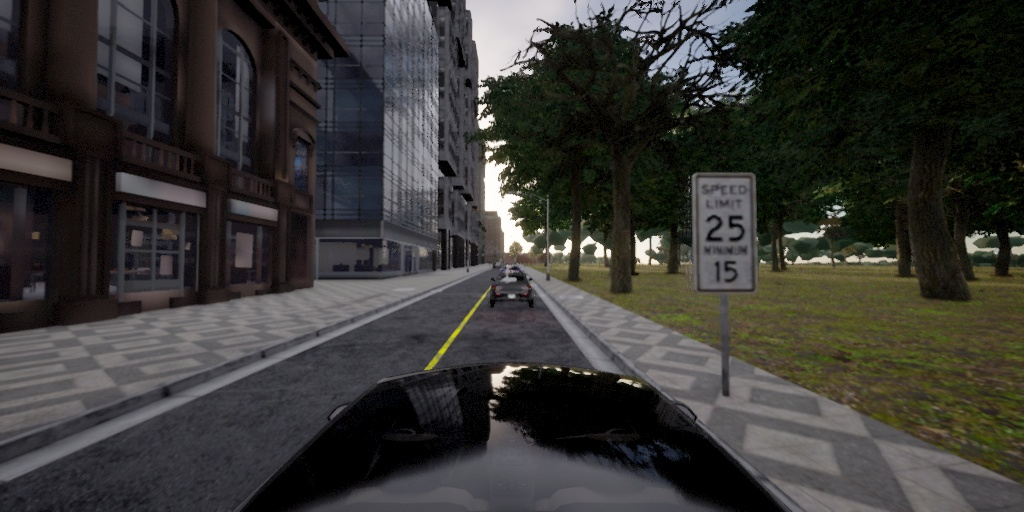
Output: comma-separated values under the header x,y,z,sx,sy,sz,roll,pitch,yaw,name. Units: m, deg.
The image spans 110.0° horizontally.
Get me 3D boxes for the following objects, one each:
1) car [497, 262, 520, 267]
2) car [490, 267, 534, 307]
x,y,z,sx,sy,sz,roll,pitch,yaw,name
-0.020,1.516,31.339,1.882,1.535,5.008,0,0,0,car
-0.007,1.413,16.233,1.812,1.442,4.674,0,0,0,car
